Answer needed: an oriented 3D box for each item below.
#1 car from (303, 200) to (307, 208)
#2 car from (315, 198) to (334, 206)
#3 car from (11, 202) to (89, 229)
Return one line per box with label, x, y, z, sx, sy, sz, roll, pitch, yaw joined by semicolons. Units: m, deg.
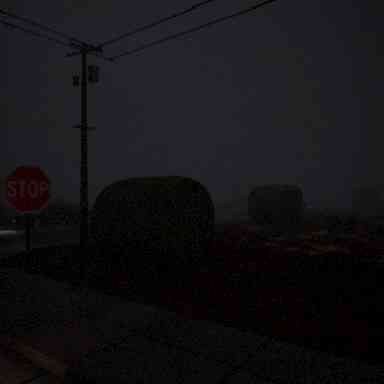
car;13.981;1.524;44.860;1.994;1.385;4.181;0;0;38
car;22.000;1.562;55.022;1.895;1.301;4.718;0;0;38
car;-9.074;1.462;21.633;1.837;1.490;4.892;0;0;38
